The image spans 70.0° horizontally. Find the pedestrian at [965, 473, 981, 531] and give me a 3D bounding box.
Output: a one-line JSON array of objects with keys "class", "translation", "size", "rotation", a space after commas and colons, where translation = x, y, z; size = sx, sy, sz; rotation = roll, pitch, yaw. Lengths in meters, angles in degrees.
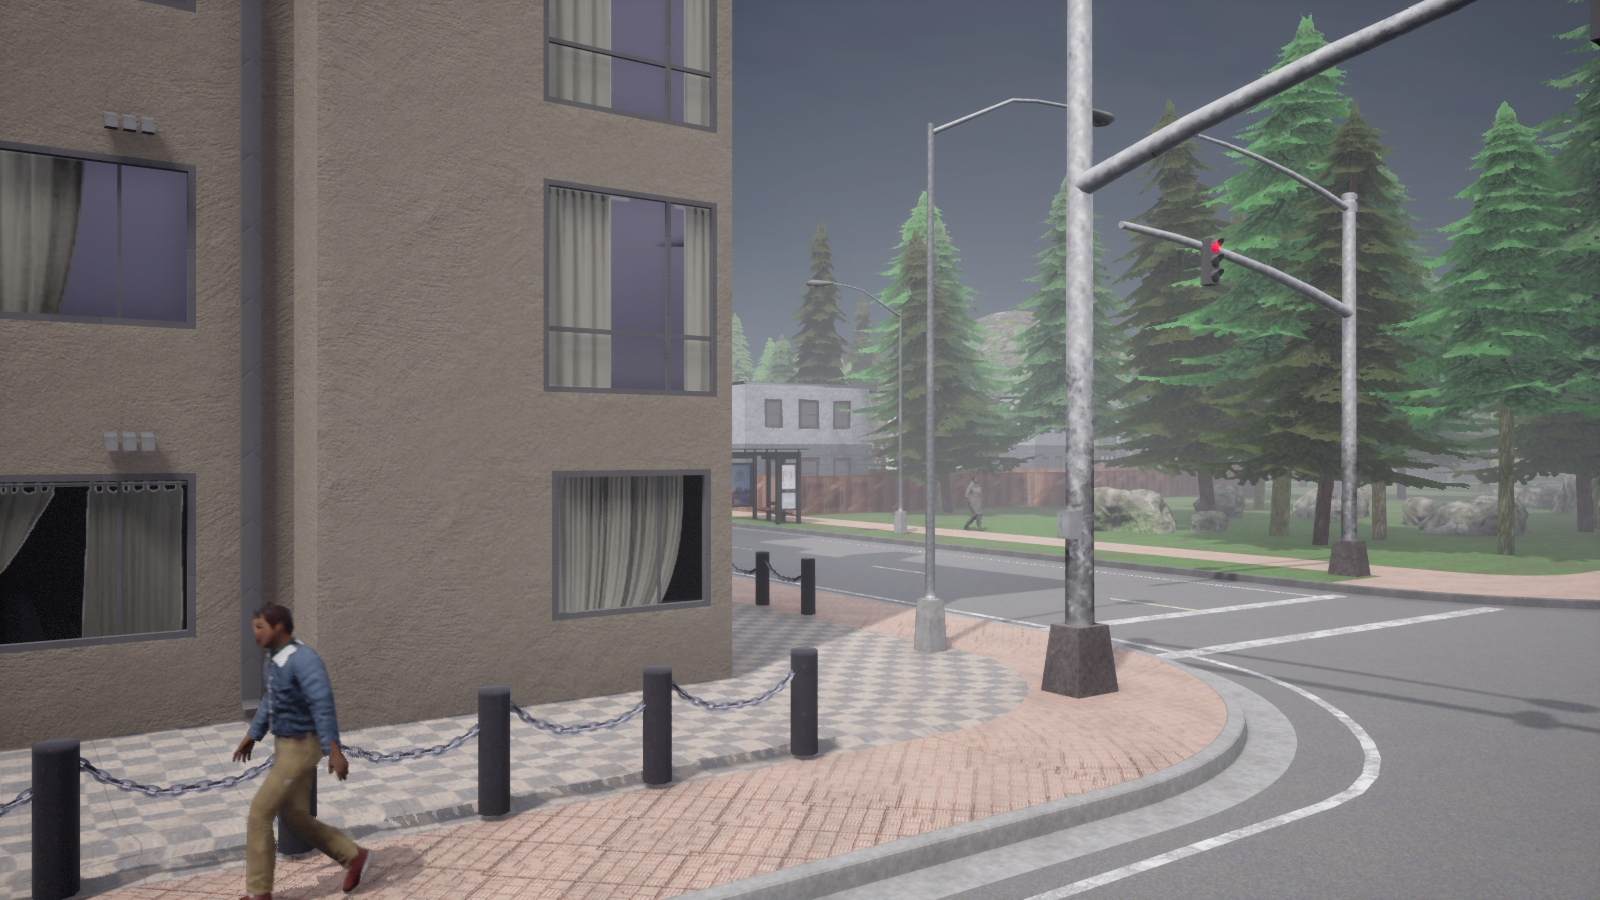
[{"class": "pedestrian", "translation": [5.603, 1.676, 36.997], "size": [0.375, 1.860, 0.375], "rotation": [0, 0, -34]}]

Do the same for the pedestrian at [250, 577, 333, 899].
[{"class": "pedestrian", "translation": [-2.953, 1.694, 6.626], "size": [0.375, 1.860, 0.375], "rotation": [0, 0, -35]}]
